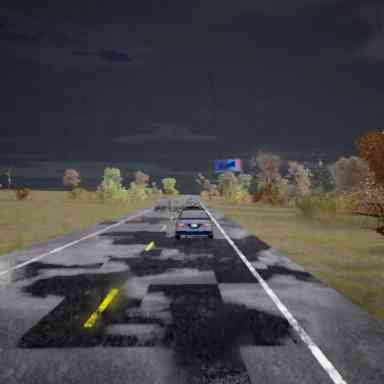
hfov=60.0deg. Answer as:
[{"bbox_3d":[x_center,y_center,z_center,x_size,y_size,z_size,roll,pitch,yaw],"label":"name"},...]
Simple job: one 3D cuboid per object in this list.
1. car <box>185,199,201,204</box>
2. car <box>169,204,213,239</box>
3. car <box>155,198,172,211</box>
[{"bbox_3d":[0.111,1.569,42.406,2.033,1.411,5.357,0,0,0],"label":"car"},{"bbox_3d":[0.104,1.554,17.488,2.033,1.411,5.357,0,0,0],"label":"car"},{"bbox_3d":[-3.537,1.528,41.812,1.837,1.490,4.892,0,-1,1],"label":"car"}]
